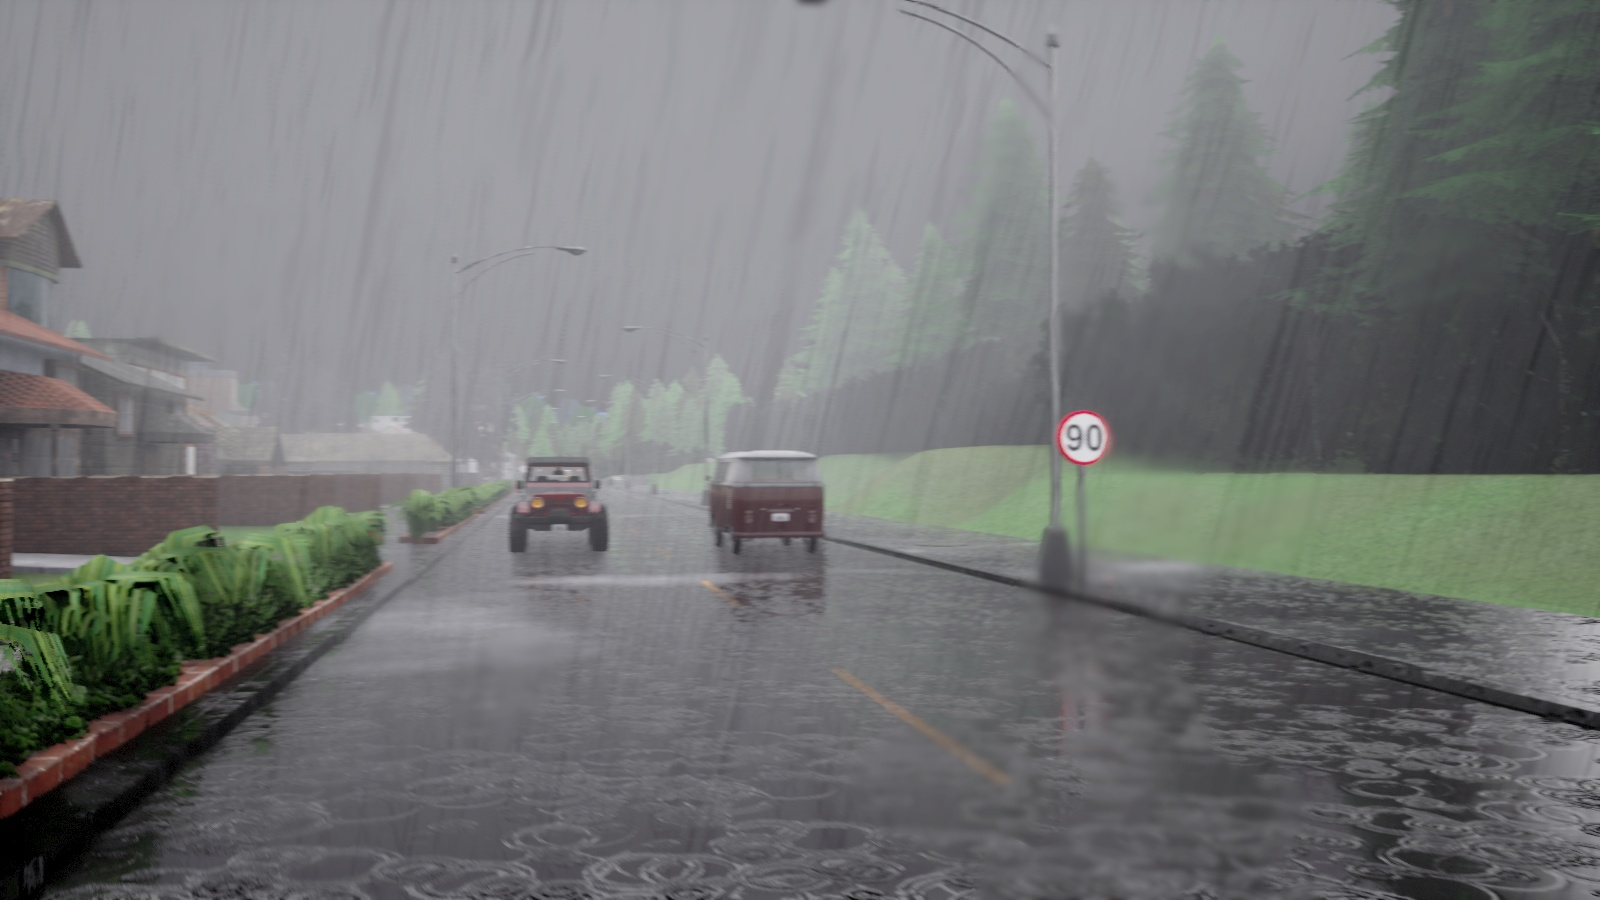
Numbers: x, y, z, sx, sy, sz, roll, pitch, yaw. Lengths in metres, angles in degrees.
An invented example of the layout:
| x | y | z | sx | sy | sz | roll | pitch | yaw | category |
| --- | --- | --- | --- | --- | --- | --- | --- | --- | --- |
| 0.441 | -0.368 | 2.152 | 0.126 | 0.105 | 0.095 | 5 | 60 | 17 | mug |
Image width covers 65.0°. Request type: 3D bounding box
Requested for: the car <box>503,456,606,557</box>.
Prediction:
| x | y | z | sx | sy | sz | roll | pitch | yaw | category |
| --- | --- | --- | --- | --- | --- | --- | --- | --- | --- |
| -5.012 | 1.101 | 25.612 | 1.905 | 1.878 | 3.866 | 0 | -1 | -12 | car |

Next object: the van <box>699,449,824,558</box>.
| x | y | z | sx | sy | sz | roll | pitch | yaw | category |
| --- | --- | --- | --- | --- | --- | --- | --- | --- | --- |
| -0.875 | 1.014 | 25.342 | 1.775 | 1.987 | 4.442 | 0 | -1 | -12 | van |
